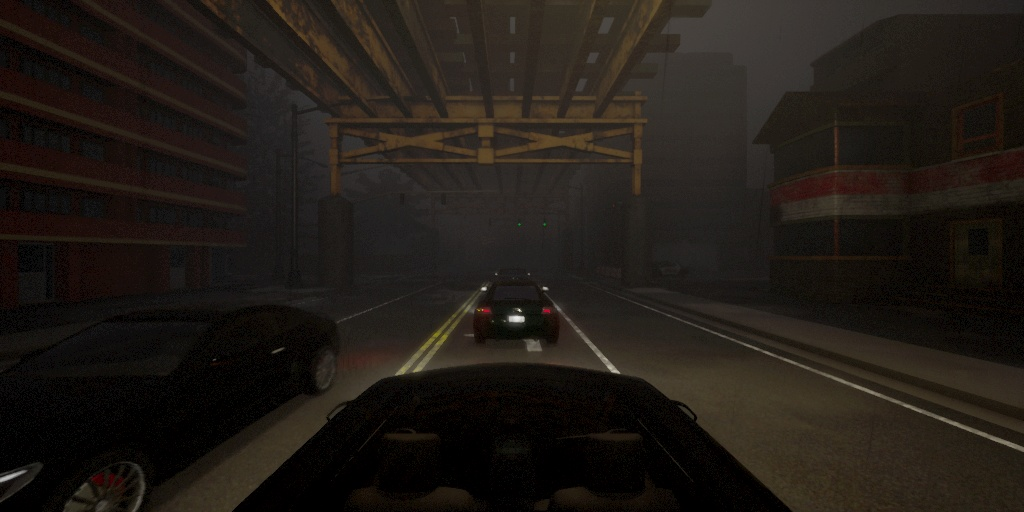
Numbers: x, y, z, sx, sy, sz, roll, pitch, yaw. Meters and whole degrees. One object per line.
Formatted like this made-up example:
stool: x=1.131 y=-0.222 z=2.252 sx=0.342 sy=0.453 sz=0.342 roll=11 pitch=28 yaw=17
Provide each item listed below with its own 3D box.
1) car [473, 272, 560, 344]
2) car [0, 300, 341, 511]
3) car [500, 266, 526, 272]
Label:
car: x=0.080 y=1.311 z=9.644 sx=1.994 sy=1.385 sz=4.181 roll=0 pitch=0 yaw=-1
car: x=-3.591 y=1.276 z=3.911 sx=1.812 sy=1.442 sz=4.674 roll=0 pitch=0 yaw=0
car: x=0.040 y=1.279 z=19.884 sx=2.033 sy=1.411 sz=5.357 roll=0 pitch=0 yaw=0
